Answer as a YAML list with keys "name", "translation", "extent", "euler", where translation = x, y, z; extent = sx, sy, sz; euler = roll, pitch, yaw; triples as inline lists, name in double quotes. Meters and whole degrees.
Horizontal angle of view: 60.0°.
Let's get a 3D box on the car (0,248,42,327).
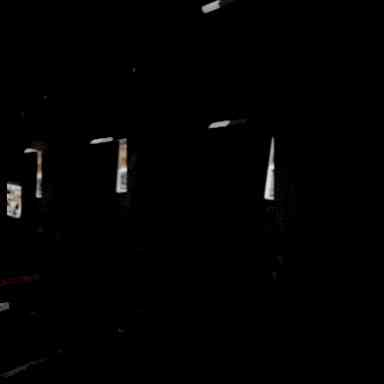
- name: "car"
  translation: [-4.597, 1.549, 6.146]
  extent: [4.507, 1.381, 1.887]
  euler: [0, 0, 35]
